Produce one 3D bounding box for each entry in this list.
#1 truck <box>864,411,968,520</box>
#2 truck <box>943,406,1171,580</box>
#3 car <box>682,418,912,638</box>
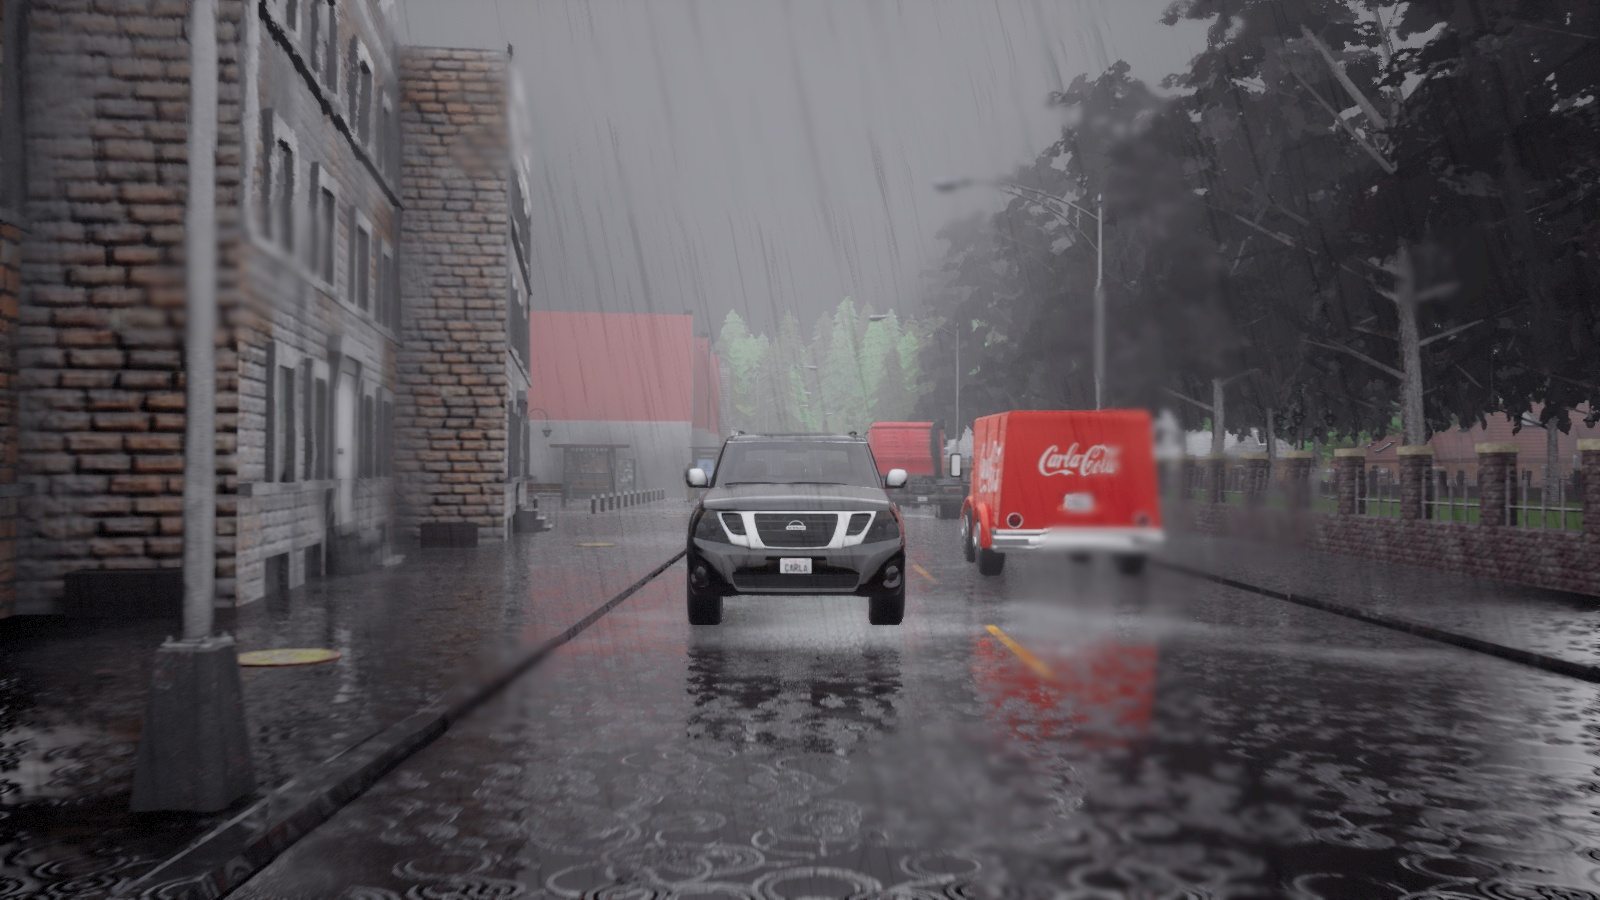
[{"bbox_3d":[3.894,0.554,44.005,2.891,3.462,7.936,0,-1,0],"label":"truck"},{"bbox_3d":[3.948,0.654,20.448,2.627,2.467,5.204,0,-1,0],"label":"truck"},{"bbox_3d":[-0.036,0.777,14.545,2.150,2.045,5.566,0,-1,0],"label":"car"}]
